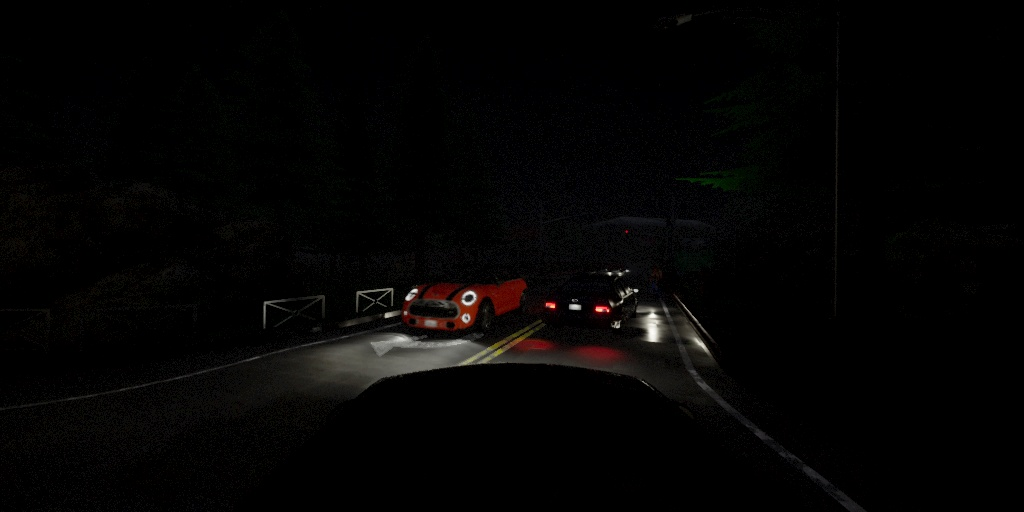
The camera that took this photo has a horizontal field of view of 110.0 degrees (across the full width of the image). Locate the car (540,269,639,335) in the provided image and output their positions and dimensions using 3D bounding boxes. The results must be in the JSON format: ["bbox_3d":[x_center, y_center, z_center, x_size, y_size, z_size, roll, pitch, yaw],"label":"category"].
[{"bbox_3d":[2.482,1.244,10.382,2.033,1.411,5.357,1,-1,25],"label":"car"}]

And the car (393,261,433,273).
[{"bbox_3d":[-13.340,1.437,48.303,5.008,1.535,1.882,1,-1,21],"label":"car"}]

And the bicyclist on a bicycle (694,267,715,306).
[{"bbox_3d":[8.138,1.296,15.106,1.656,1.620,0.582,1,0,-33],"label":"bicyclist on a bicycle"}]

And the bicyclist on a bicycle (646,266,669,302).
[{"bbox_3d":[6.717,1.283,16.514,1.656,1.620,0.582,1,0,-30],"label":"bicyclist on a bicycle"}]

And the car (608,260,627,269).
[{"bbox_3d":[17.398,1.659,59.750,2.150,2.045,5.566,1,-1,21],"label":"car"}]

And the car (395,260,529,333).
[{"bbox_3d":[-1.080,0.986,10.344,2.097,1.767,4.553,1,0,20],"label":"car"}]

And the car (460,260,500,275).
[{"bbox_3d":[-4.002,1.437,44.754,4.553,1.767,2.097,1,-1,21],"label":"car"}]

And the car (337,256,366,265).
[{"bbox_3d":[-22.938,1.055,52.254,5.566,2.045,2.150,1,-1,25],"label":"car"}]
